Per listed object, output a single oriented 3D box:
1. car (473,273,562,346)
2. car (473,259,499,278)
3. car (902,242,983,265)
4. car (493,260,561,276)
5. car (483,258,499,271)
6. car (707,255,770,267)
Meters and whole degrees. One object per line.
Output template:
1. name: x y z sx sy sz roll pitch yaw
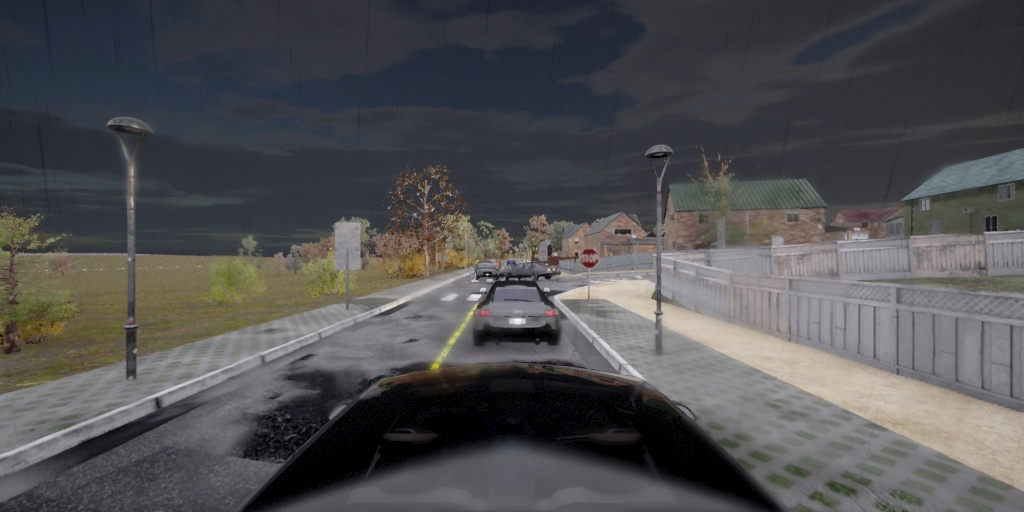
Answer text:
1. car: 0.086 1.313 9.381 1.994 1.385 4.181 0 0 -1
2. car: -2.312 1.257 31.302 1.837 1.490 4.892 0 0 -8
3. car: 23.850 -0.208 20.399 4.902 1.511 2.128 -3 0 14
4. car: 1.282 1.198 28.398 5.357 1.411 2.033 -4 -3 43
5. car: -2.949 1.120 51.119 2.097 1.767 4.553 0 0 1
6. car: 14.344 0.413 22.801 4.181 1.385 1.994 -3 0 16
